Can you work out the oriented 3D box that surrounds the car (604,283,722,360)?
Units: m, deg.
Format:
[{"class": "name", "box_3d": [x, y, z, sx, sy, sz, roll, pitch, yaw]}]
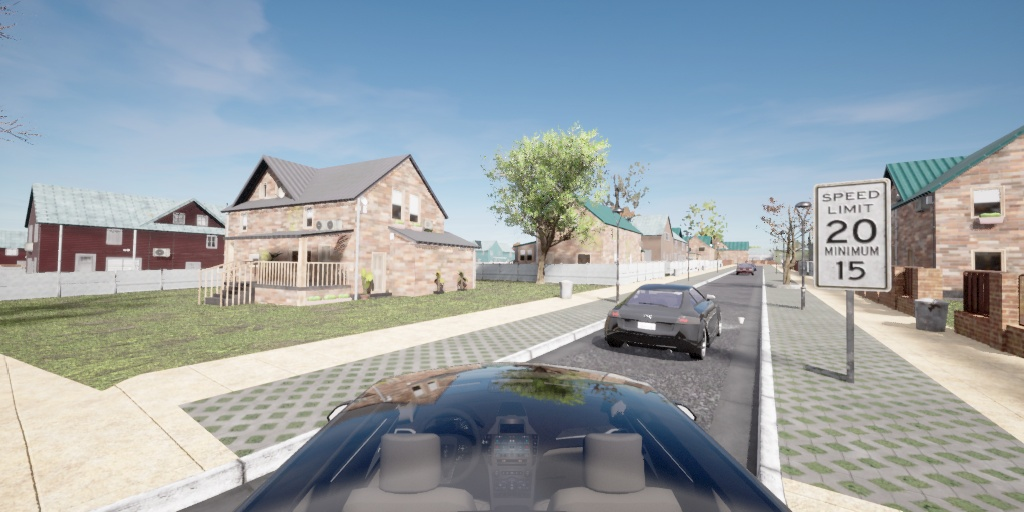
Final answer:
[{"class": "car", "box_3d": [3.801, 1.360, 8.705, 1.994, 1.385, 4.181, 0, 0, 35]}]

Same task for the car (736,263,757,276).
[{"class": "car", "box_3d": [28.794, 1.633, 44.233, 2.033, 1.411, 5.357, 0, 0, 35]}]
